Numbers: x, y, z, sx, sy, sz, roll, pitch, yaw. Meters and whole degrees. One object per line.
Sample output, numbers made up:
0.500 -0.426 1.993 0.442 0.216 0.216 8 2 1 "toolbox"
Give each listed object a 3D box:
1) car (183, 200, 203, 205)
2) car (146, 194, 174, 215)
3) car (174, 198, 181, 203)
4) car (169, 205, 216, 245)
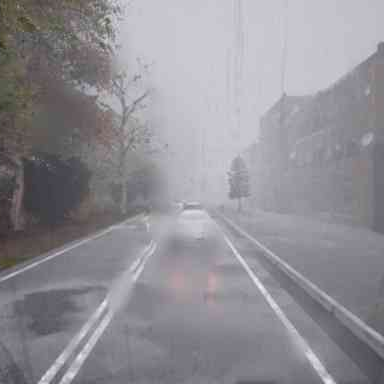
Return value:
0.106 1.513 32.209 1.812 1.442 4.674 0 0 0 "car"
-3.342 1.210 33.891 2.150 2.045 5.566 0 0 0 "car"
-3.356 1.899 74.515 1.895 1.301 4.718 0 -1 0 "car"
0.104 1.522 15.376 1.812 1.442 4.674 0 0 0 "car"
